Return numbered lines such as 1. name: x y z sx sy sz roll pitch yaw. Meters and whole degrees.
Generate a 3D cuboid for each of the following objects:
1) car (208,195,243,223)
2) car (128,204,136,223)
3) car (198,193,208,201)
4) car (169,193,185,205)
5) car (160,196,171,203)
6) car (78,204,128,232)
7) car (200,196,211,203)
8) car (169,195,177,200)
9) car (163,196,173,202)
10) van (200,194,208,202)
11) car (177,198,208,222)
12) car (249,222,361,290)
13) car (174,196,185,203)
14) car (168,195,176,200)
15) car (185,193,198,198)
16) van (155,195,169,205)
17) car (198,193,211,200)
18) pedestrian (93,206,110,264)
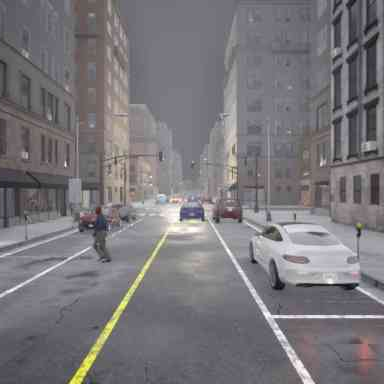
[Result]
1. car: 2.656 1.312 25.424 2.192 1.841 5.009 0 0 0
2. car: -5.369 1.563 25.430 1.947 1.339 4.313 0 0 0
3. car: 2.748 1.291 84.421 2.192 1.841 5.009 0 0 0
4. car: -2.788 1.338 57.822 2.097 1.767 4.553 0 0 0
5. car: -5.354 1.548 68.206 1.947 1.339 4.313 0 0 0
6. car: -5.373 1.543 19.919 1.887 1.381 4.507 0 0 0
7. car: 2.751 1.533 68.202 2.008 1.369 4.403 0 0 0
8. car: -5.327 1.522 95.238 2.008 1.369 4.403 0 0 0
9. car: -5.349 1.525 73.613 1.887 1.381 4.507 0 0 0
10. van: 2.749 1.319 79.014 1.690 1.788 3.998 0 0 0
11. car: 0.015 1.474 26.576 1.882 1.535 5.008 0 0 0
12. car: 2.757 1.526 8.940 1.812 1.442 4.674 0 0 0
13. car: -2.695 1.521 72.984 2.033 1.411 5.357 0 0 0
14. car: -5.332 1.499 89.662 1.752 1.417 4.829 0 0 0
15. car: 0.151 1.334 68.439 2.097 1.767 4.553 0 0 0
16. van: -5.365 1.328 57.394 1.690 1.788 3.998 0 0 0
17. car: 2.752 1.299 62.795 2.192 1.841 5.009 0 0 0
18. pedestrian: -2.846 1.294 10.383 0.375 1.860 0.375 0 0 -14
